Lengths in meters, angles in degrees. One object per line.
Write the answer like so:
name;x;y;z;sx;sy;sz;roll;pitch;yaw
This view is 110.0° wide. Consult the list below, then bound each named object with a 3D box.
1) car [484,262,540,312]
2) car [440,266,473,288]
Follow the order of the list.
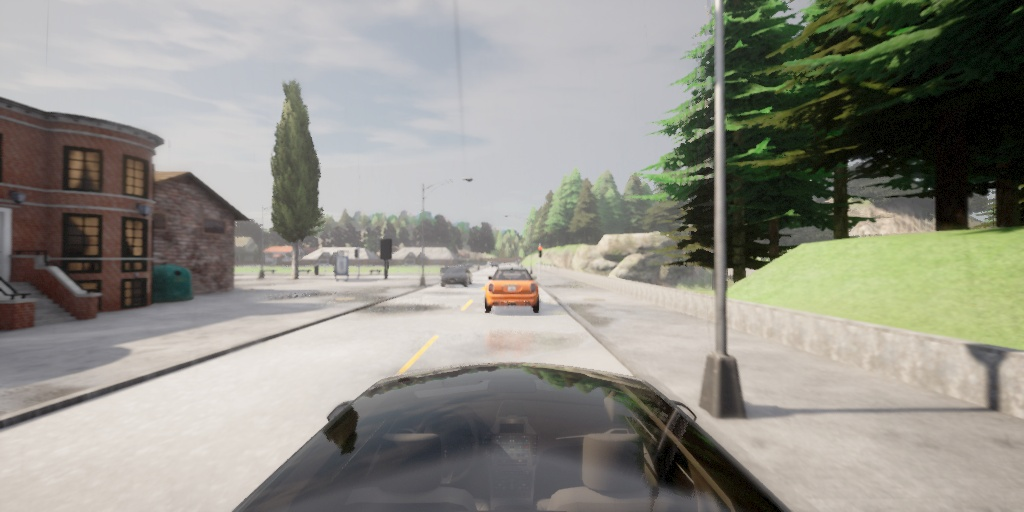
car;0.010;1.248;15.262;2.097;1.767;4.553;0;-1;0
car;-4.034;1.528;26.677;1.837;1.490;4.892;0;-1;0
